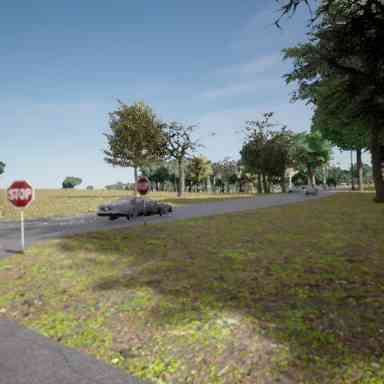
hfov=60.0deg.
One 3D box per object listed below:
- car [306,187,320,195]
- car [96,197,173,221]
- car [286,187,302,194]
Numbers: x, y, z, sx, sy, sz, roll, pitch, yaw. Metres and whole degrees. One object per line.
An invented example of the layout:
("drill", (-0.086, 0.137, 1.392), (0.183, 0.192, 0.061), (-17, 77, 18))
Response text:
("car", (21.603, -0.208, 59.263), (1.994, 1.385, 4.181), (-3, 1, 28))
("car", (-3.505, 1.001, 21.172), (2.033, 1.411, 5.357), (-3, -1, 34))
("car", (21.675, -0.342, 70.459), (2.033, 1.411, 5.357), (-3, 1, 34))
